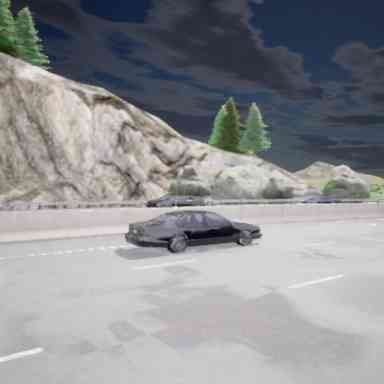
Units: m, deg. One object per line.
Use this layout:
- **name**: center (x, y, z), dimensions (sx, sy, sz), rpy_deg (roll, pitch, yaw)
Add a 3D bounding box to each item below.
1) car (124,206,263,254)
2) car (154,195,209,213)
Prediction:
- **car**: center (0.192, 1.402, 12.762), dimensions (5.357, 1.411, 2.033), rpy_deg (0, 1, -32)
- **car**: center (-1.011, 1.119, 32.335), dimensions (4.902, 1.511, 2.128), rpy_deg (0, 1, -30)
